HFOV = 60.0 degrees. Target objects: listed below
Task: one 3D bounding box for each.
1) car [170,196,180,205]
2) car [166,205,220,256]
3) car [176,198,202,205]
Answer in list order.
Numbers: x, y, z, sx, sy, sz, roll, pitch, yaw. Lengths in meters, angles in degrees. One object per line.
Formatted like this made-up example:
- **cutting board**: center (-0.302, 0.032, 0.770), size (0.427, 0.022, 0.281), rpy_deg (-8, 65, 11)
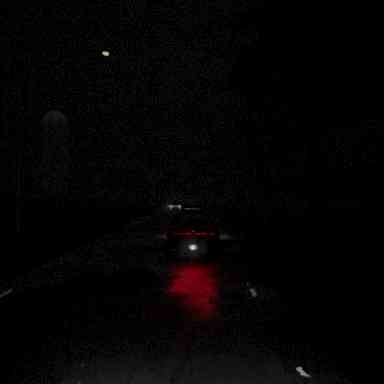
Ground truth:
- **car**: center (-2.812, 1.532, 58.713), size (1.882, 1.535, 5.008), rpy_deg (0, 0, 0)
- **car**: center (0.053, 1.506, 13.068), size (1.837, 1.490, 4.892), rpy_deg (0, 0, 1)
- **car**: center (0.059, 1.504, 28.027), size (2.128, 1.511, 4.902), rpy_deg (0, 0, 1)
